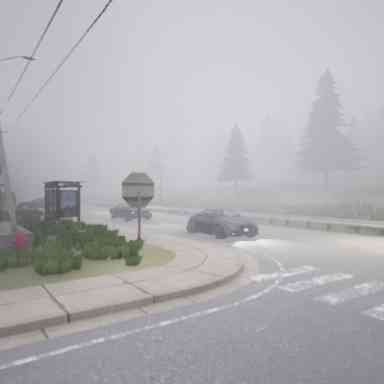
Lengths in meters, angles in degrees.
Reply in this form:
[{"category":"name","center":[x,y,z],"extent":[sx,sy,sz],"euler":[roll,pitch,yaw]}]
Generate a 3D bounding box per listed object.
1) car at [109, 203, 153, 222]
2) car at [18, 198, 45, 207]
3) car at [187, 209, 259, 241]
[{"category":"car","center":[-4.912,1.580,26.491],"extent":[1.895,1.301,4.718],"euler":[0,0,-34]},{"category":"car","center":[-19.230,1.462,42.108],"extent":[5.008,1.535,1.882],"euler":[0,0,-14]},{"category":"car","center":[1.446,1.544,16.855],"extent":[1.994,1.385,4.181],"euler":[0,0,-31]}]
